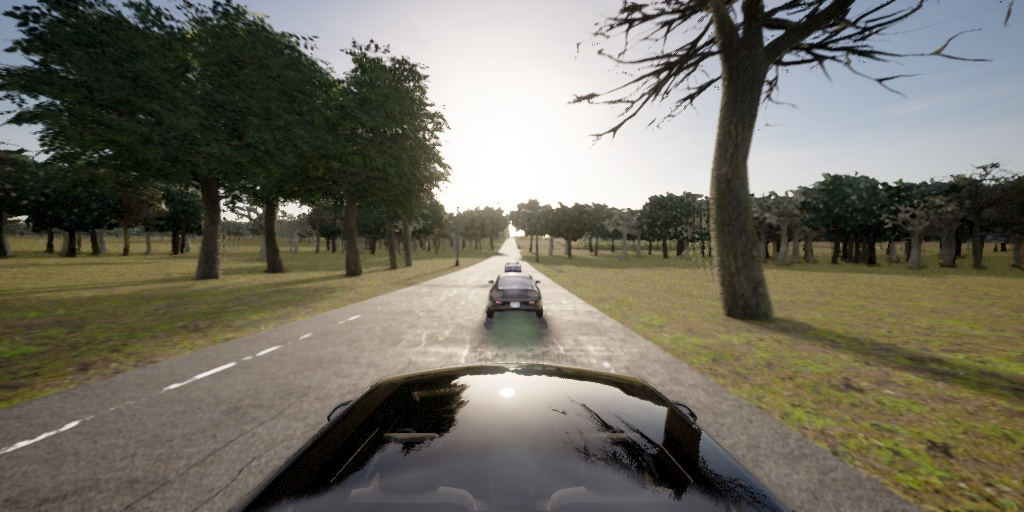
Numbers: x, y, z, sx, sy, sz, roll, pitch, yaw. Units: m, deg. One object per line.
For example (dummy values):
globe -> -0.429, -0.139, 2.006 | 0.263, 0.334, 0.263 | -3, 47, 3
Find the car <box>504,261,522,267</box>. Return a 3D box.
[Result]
car -> 0.104, 1.264, 39.217 | 2.033, 1.411, 5.357 | 0, 0, 0

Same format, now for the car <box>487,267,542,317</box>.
car -> 0.099, 1.334, 13.368 | 1.812, 1.442, 4.674 | 0, 0, 0
